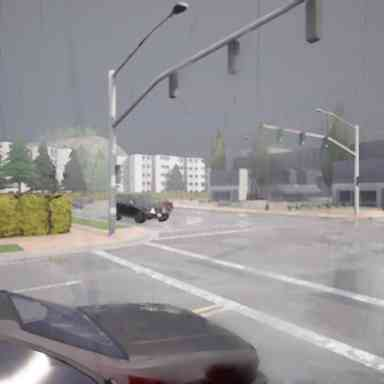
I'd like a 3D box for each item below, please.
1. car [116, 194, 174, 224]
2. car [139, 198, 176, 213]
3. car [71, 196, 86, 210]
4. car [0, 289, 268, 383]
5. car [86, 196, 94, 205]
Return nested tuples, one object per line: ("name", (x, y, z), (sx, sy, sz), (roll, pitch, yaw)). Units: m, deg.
("car", (-3.968, 1.185, 24.835), (2.150, 2.045, 5.566), (0, 1, -40))
("car", (-3.919, 1.429, 36.729), (1.882, 1.535, 5.008), (0, 0, -35))
("car", (-14.853, 1.532, 41.850), (1.994, 1.385, 4.181), (0, 0, -22))
("car", (-1.882, 1.548, 2.424), (5.357, 1.411, 2.033), (0, 0, -35))
("car", (-18.964, 1.521, 59.783), (1.812, 1.442, 4.674), (0, 0, -2))
